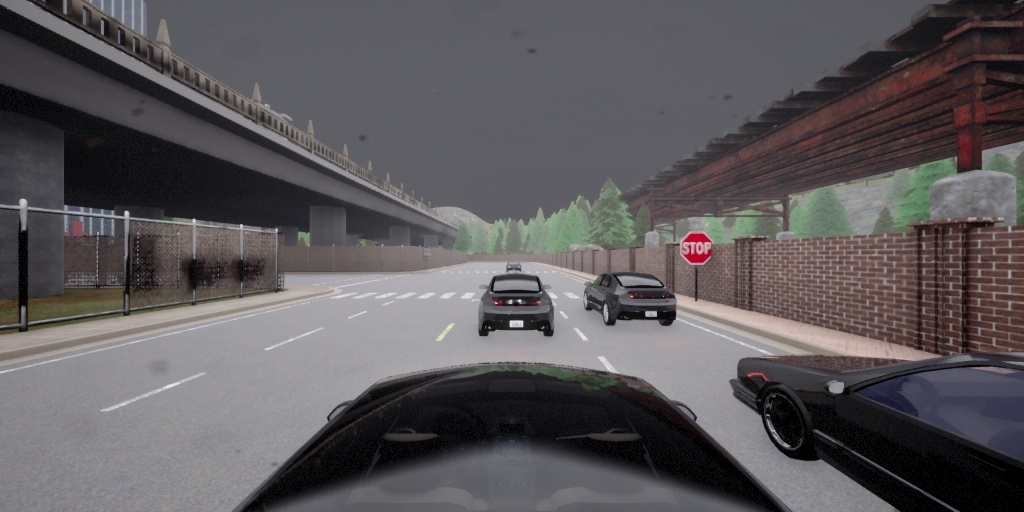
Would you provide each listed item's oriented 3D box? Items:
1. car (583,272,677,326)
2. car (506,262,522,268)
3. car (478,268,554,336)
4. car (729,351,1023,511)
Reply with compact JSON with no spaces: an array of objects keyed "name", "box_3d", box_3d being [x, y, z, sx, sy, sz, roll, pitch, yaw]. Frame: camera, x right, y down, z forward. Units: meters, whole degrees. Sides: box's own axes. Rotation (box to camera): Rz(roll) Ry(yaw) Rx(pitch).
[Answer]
[{"name":"car","box_3d":[3.605,1.255,11.692,1.837,1.490,4.892,0,0,0]},{"name":"car","box_3d":[0.218,1.351,45.456,1.895,1.301,4.718,0,0,-1]},{"name":"car","box_3d":[0.103,1.255,10.334,1.837,1.490,4.892,0,0,0]},{"name":"car","box_3d":[3.600,1.297,1.945,2.033,1.411,5.357,0,0,0]}]
